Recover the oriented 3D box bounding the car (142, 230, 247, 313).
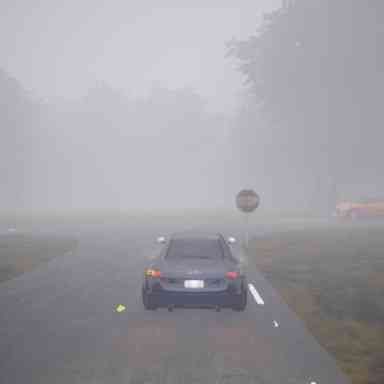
[{"bbox_3d":[0.097,1.559,7.764,1.994,1.385,4.181,0,0,2],"label":"car"}]

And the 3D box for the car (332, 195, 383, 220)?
[{"bbox_3d":[12.630,1.052,24.068,4.553,1.767,2.097,-1,1,0],"label":"car"}]
